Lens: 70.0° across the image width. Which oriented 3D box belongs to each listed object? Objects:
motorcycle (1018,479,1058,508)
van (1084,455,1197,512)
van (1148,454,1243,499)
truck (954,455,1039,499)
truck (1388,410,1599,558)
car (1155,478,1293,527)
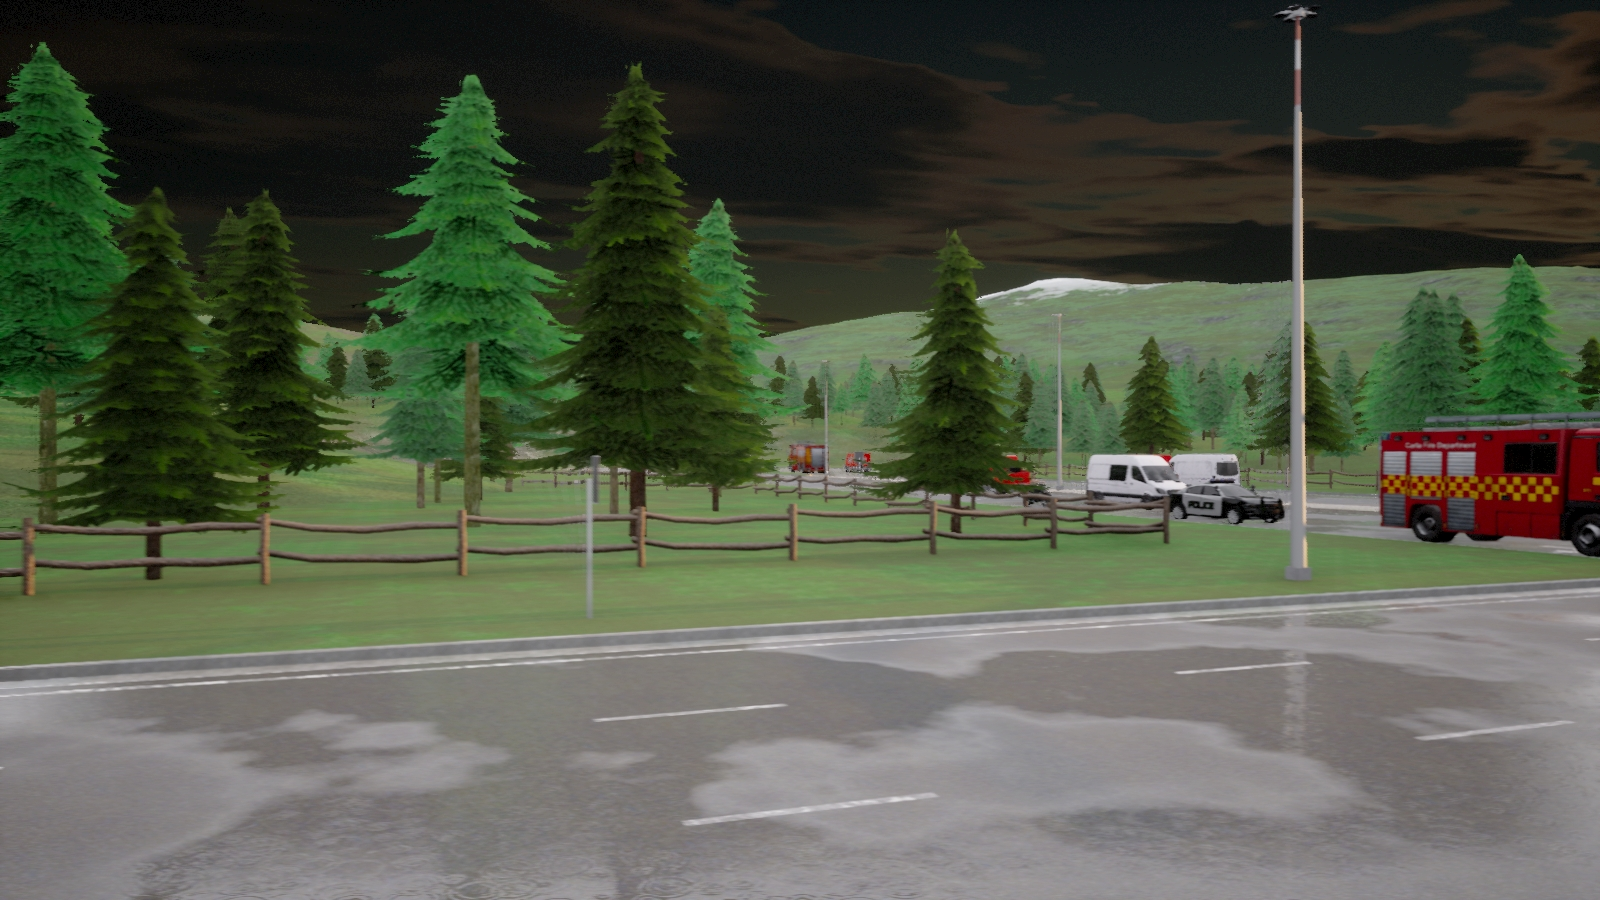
[{"bbox_3d":[11.807,2.144,56.718,0.764,1.307,2.356,0,0,-21],"label":"motorcycle"},{"bbox_3d":[16.243,1.522,54.902,1.988,2.561,5.915,0,0,-21],"label":"van"},{"bbox_3d":[23.500,1.518,68.162,1.988,2.561,5.915,0,0,-21],"label":"van"},{"bbox_3d":[11.516,1.556,67.382,2.627,2.467,5.204,0,0,-20],"label":"truck"},{"bbox_3d":[21.265,0.879,32.409,2.891,3.827,8.468,0,0,-20],"label":"truck"},{"bbox_3d":[16.366,1.971,44.433,2.097,1.638,5.238,0,0,-21],"label":"car"}]
